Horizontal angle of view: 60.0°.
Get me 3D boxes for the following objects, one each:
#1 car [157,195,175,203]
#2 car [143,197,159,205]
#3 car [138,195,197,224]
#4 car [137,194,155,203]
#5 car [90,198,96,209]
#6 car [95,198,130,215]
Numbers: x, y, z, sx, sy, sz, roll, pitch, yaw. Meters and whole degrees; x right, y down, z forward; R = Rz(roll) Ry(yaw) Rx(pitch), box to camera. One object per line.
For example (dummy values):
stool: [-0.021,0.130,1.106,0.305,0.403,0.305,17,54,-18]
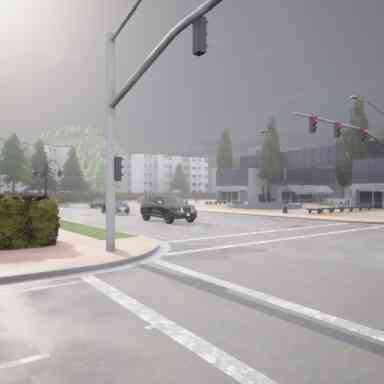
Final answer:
car: [-5.314,1.477,69.534,1.882,1.535,5.008,0,0,20]
car: [-7.228,1.547,59.070,2.033,1.411,5.357,0,0,3]
car: [-1.928,1.221,25.347,2.150,2.045,5.566,0,0,-37]
car: [-9.329,1.352,68.065,2.097,1.767,4.553,0,0,15]
car: [-12.690,1.564,45.059,1.994,1.385,4.181,0,0,-14]
car: [-7.869,1.491,33.904,2.128,1.511,4.902,0,0,-31]
